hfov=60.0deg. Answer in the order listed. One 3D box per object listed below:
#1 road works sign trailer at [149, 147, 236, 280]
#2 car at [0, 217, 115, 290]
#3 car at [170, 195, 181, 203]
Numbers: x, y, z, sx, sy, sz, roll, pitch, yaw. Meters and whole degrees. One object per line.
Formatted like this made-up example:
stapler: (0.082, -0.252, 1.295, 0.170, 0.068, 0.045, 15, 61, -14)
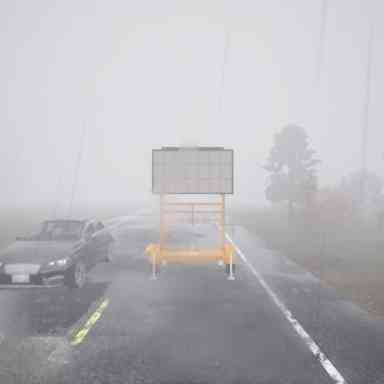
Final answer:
road works sign trailer: (0.019, 0.465, 9.945, 2.380, 3.560, 2.880, 0, 0, 0)
car: (-3.482, 1.492, 9.212, 2.128, 1.511, 4.902, 0, 0, 0)
car: (-3.368, 1.398, 67.435, 2.097, 1.767, 4.553, 0, 0, 0)
